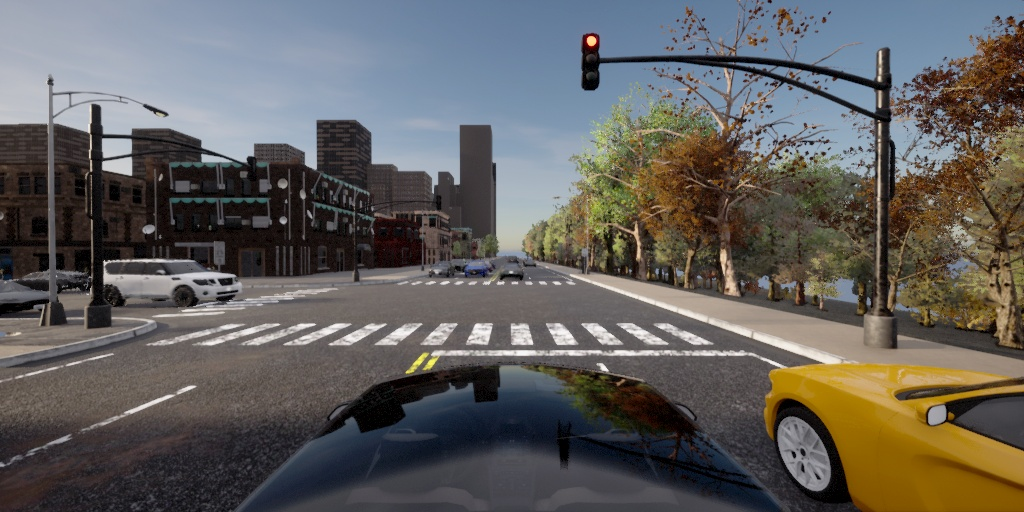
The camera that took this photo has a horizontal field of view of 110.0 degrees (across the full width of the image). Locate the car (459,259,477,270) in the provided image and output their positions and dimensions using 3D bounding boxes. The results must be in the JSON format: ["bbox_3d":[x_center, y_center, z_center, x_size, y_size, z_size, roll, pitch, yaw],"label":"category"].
[{"bbox_3d":[-6.642,1.218,54.548,2.128,1.511,4.902,0,0,0],"label":"car"}]

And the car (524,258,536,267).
[{"bbox_3d":[3.266,1.285,64.501,1.994,1.385,4.181,0,0,1],"label":"car"}]

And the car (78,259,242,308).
[{"bbox_3d":[-15.315,1.139,16.022,5.566,2.045,2.150,-1,1,3],"label":"car"}]

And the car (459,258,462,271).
[{"bbox_3d":[-6.641,1.084,44.179,2.097,1.767,4.553,0,0,0],"label":"car"}]

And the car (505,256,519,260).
[{"bbox_3d":[0.021,0.943,64.324,2.150,2.045,5.566,0,0,0],"label":"car"}]

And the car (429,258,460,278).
[{"bbox_3d":[-6.630,1.229,34.305,2.128,1.511,4.902,0,0,0],"label":"car"}]

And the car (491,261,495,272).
[{"bbox_3d":[-3.388,1.258,44.093,1.812,1.442,4.674,0,0,0],"label":"car"}]

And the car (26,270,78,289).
[{"bbox_3d":[-28.305,1.558,22.000,4.403,1.370,2.007,0,0,0],"label":"car"}]

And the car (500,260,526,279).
[{"bbox_3d":[-0.025,1.302,31.689,1.994,1.385,4.181,0,0,1],"label":"car"}]

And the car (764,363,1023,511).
[{"bbox_3d":[3.351,1.228,1.397,1.882,1.535,5.008,0,0,0],"label":"car"}]

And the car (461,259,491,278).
[{"bbox_3d":[-3.381,1.214,34.697,1.882,1.535,5.008,0,0,0],"label":"car"}]

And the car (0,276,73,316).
[{"bbox_3d":[-19.961,1.564,13.498,4.313,1.339,1.948,0,0,0],"label":"car"}]
